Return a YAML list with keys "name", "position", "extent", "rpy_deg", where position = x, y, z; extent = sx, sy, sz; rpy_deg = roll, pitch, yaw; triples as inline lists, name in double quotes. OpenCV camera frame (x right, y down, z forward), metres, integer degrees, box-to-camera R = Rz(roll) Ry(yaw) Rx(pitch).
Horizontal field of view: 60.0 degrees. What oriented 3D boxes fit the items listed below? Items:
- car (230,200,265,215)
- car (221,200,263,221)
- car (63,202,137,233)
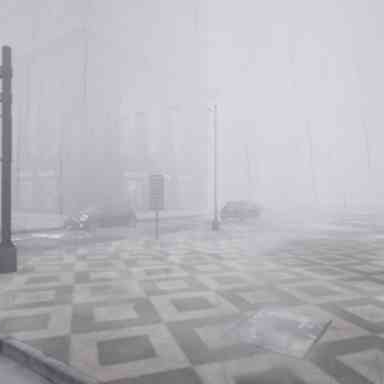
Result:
- name: "car"
  position: [6.274, 1.687, 37.050]
  extent: [1.837, 1.490, 4.892]
  rpy_deg: [0, 0, 36]
- name: "car"
  position: [4.426, 1.513, 29.000]
  extent: [2.097, 1.767, 4.553]
  rpy_deg: [0, 0, 36]
- name: "car"
  position: [-5.575, 1.441, 20.522]
  extent: [2.097, 1.767, 4.553]
  rpy_deg: [0, 0, 36]
